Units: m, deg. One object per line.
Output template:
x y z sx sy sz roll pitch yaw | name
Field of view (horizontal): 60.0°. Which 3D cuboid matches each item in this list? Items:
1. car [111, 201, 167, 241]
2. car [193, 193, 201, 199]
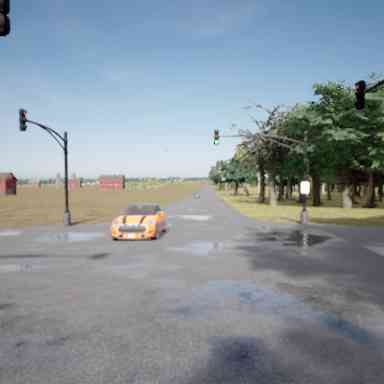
-2.574 1.366 16.998 2.097 1.767 4.553 -1 0 3 | car
1.424 1.075 93.033 2.128 1.511 4.902 0 1 3 | car
